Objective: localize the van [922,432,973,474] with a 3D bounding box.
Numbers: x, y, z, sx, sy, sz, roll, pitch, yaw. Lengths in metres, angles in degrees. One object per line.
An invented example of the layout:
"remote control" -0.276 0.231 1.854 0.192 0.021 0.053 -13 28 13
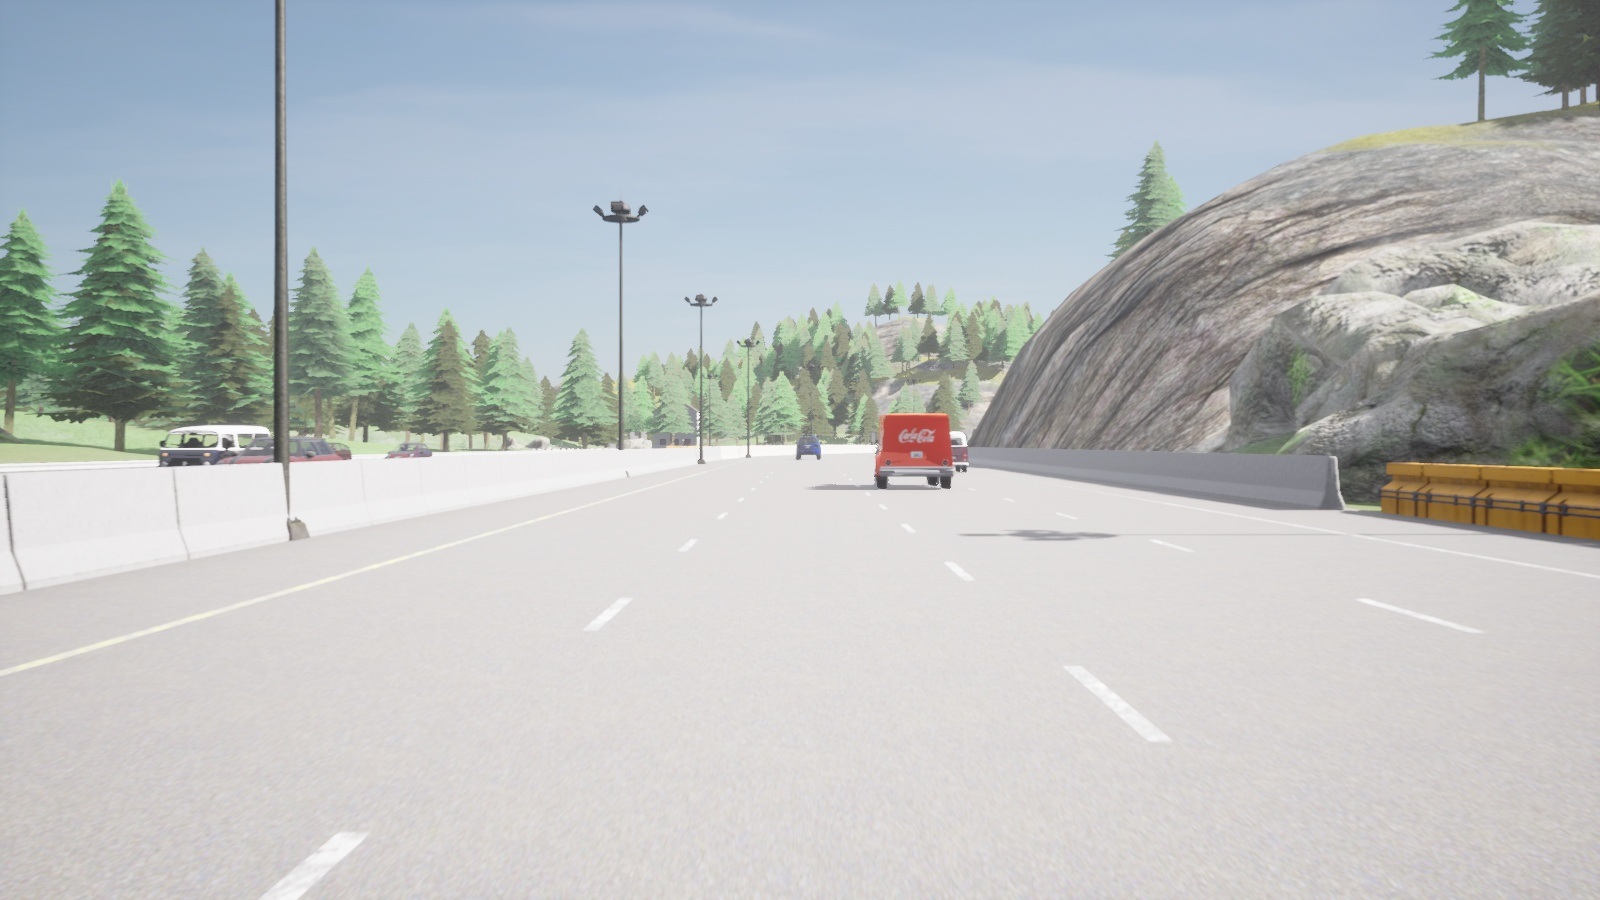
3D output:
"van" 7.376 0.119 63.388 2.069 2.038 4.480 0 0 0

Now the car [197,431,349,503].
"car" -13.796 0.407 33.209 2.097 1.767 4.553 0 0 0

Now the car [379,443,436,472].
"car" -20.609 0.371 66.106 1.845 1.501 3.633 0 0 0

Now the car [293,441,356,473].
"car" -24.122 0.346 63.838 1.789 1.549 3.705 0 0 0

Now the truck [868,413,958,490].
"truck" 3.759 0.024 42.813 2.627 2.467 5.204 0 1 0

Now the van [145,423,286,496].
"van" -17.272 0.245 37.384 2.069 2.038 4.480 0 0 0
